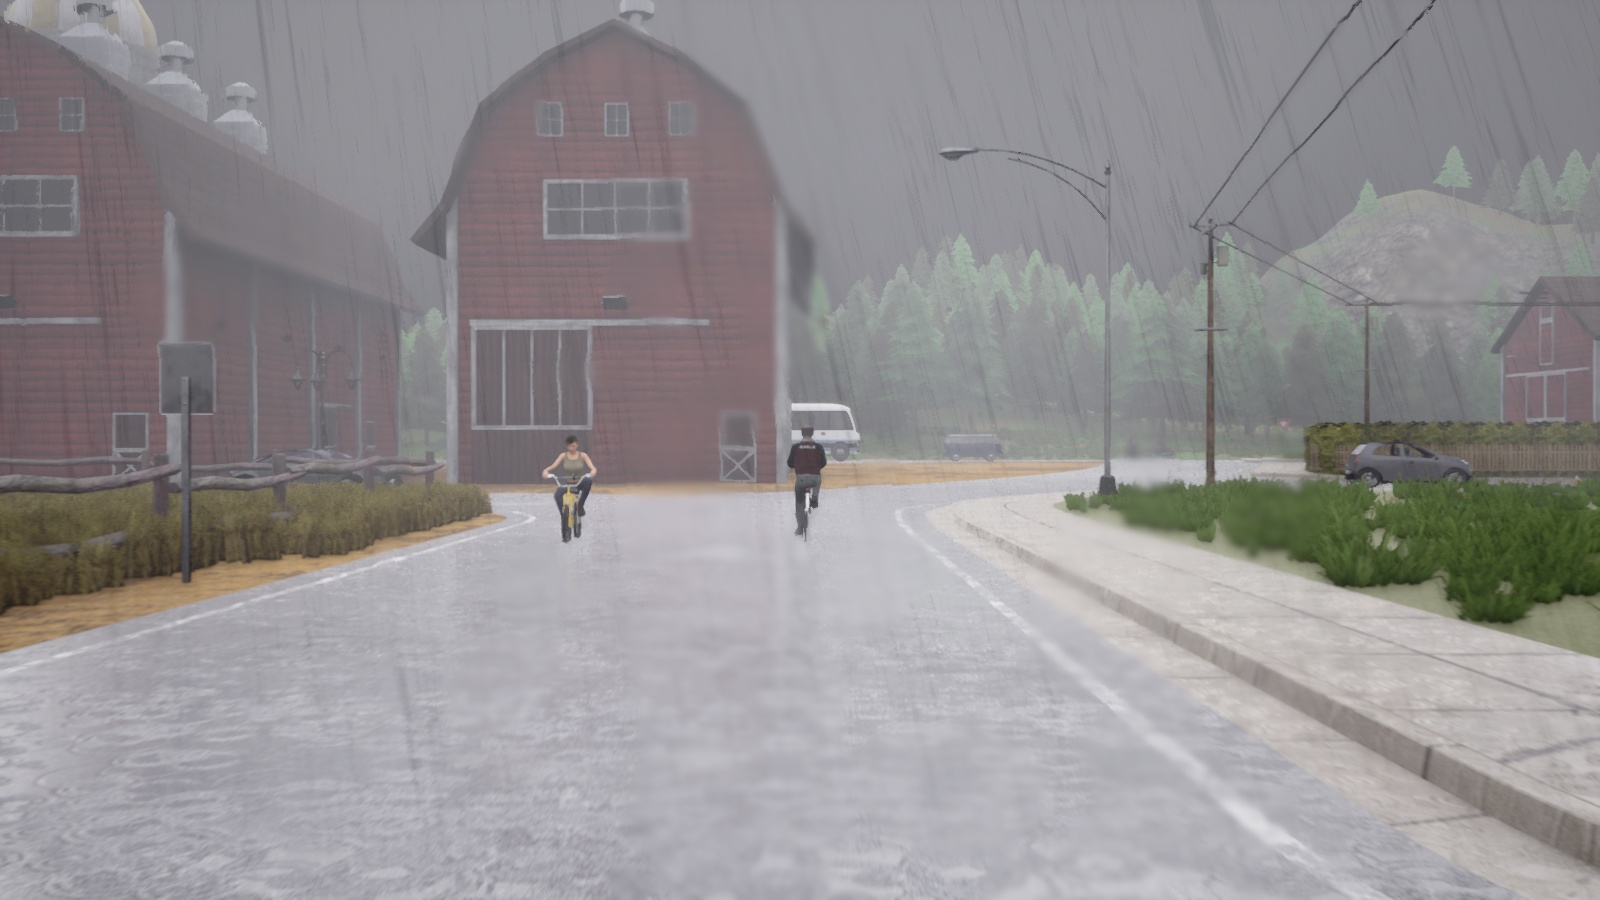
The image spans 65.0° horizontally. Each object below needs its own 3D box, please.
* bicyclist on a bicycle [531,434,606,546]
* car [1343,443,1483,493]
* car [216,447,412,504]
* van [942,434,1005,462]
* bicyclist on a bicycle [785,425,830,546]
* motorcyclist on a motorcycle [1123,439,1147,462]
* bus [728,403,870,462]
[{"bbox_3d":[-3.457,0.573,18.876,0.866,1.612,1.509,0,0,-1],"label":"bicyclist on a bicycle"},{"bbox_3d":[19.365,0.548,39.800,3.633,1.501,1.845,0,0,12],"label":"car"},{"bbox_3d":[-12.284,0.620,31.918,4.181,1.385,1.994,0,0,3],"label":"car"},{"bbox_3d":[12.722,-0.154,92.323,4.442,1.987,1.775,0,0,1],"label":"van"},{"bbox_3d":[0.108,0.507,19.371,0.659,1.776,1.843,0,1,0],"label":"bicyclist on a bicycle"},{"bbox_3d":[22.704,0.038,85.195,0.797,1.523,2.044,-2,1,-8],"label":"motorcyclist on a motorcycle"},{"bbox_3d":[-0.054,-1.294,92.445,10.273,4.253,3.944,0,0,1],"label":"bus"}]
